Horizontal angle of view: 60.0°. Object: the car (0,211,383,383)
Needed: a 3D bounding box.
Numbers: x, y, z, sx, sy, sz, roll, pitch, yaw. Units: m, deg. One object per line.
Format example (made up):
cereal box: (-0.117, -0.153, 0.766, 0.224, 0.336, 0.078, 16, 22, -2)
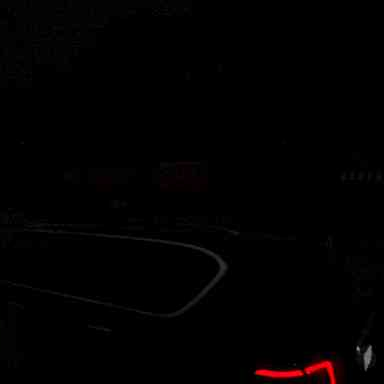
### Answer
car: (-0.947, 1.262, 3.904, 5.566, 2.045, 2.150, -1, 0, 35)
